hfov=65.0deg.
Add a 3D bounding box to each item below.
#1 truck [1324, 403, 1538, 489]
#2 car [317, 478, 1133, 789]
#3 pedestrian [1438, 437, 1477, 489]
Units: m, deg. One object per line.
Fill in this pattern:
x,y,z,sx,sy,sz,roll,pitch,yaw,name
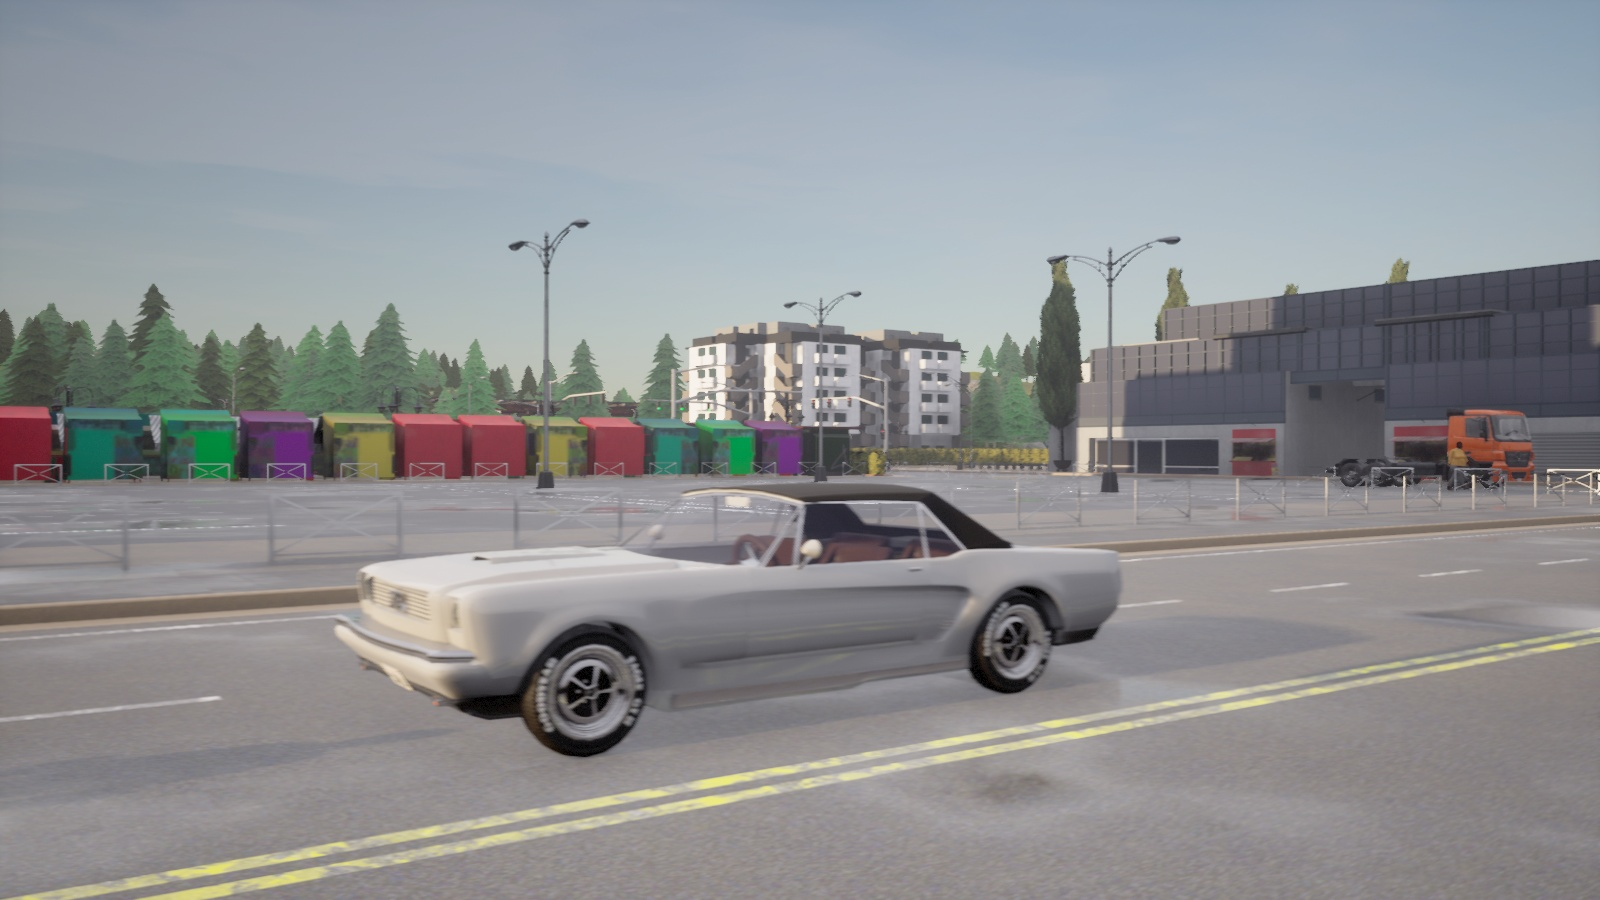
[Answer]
27.289,-0.161,54.715,2.891,3.462,7.936,0,0,-33,truck
-0.275,0.865,7.732,4.718,1.301,1.895,0,0,-35,car
24.037,0.465,45.944,0.874,1.855,0.900,0,0,-21,pedestrian
